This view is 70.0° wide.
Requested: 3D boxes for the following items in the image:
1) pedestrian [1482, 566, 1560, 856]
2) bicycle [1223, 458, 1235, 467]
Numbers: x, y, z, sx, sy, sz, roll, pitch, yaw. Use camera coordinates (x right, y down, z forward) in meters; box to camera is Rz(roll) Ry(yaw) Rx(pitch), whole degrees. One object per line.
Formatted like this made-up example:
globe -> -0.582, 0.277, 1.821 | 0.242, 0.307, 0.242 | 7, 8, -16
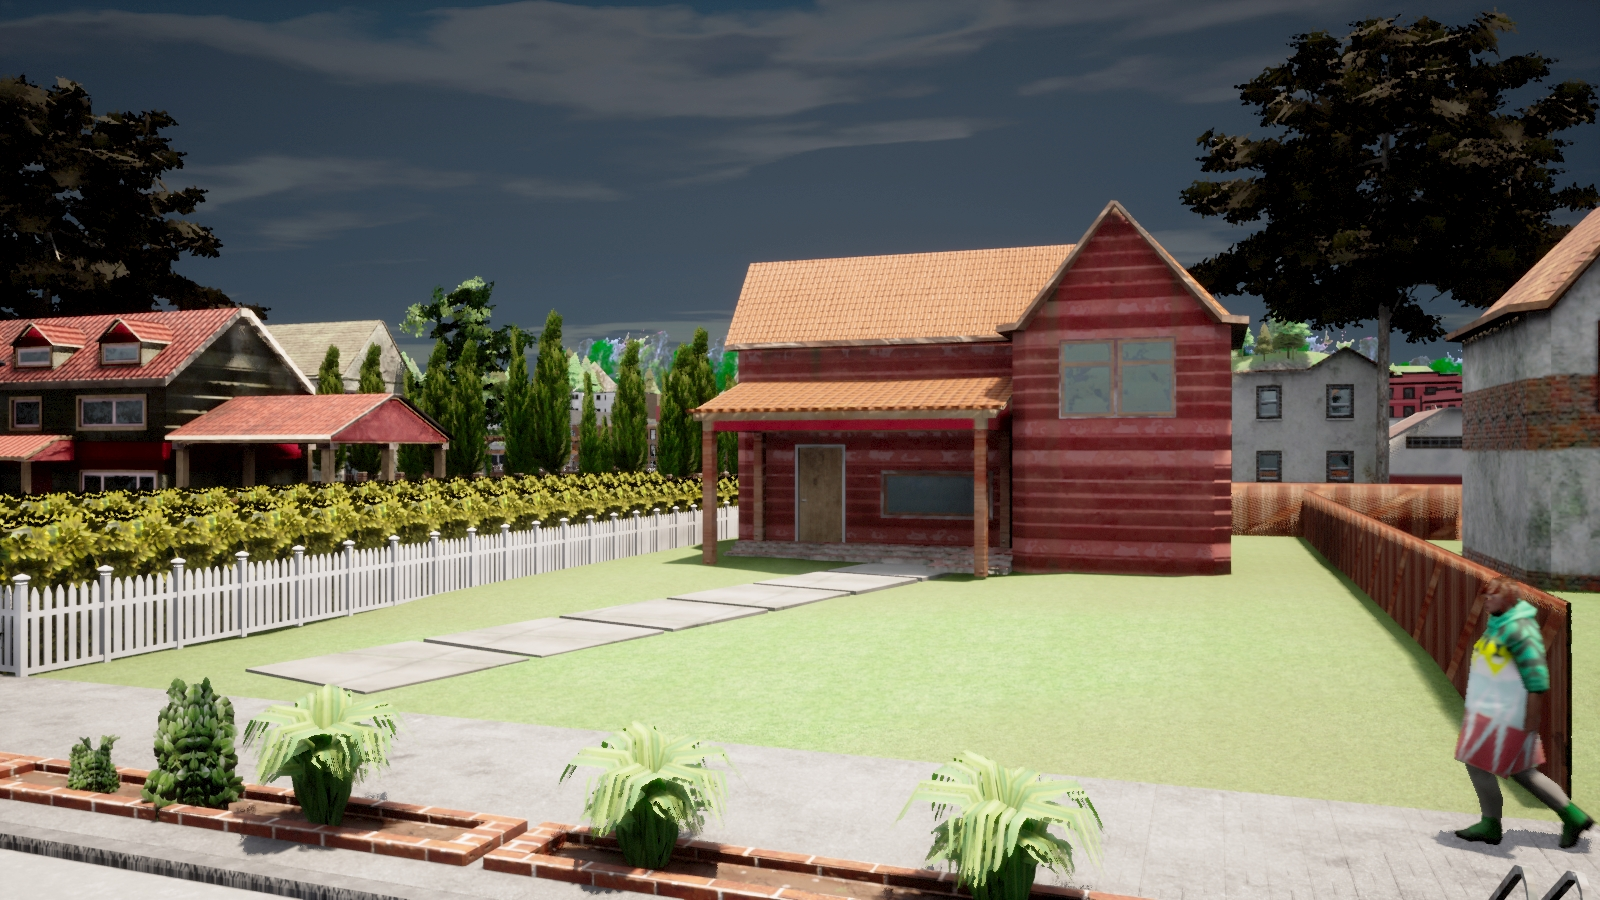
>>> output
pedestrian -> 4.895, 1.744, 7.768 | 0.375, 1.860, 0.375 | 0, 0, 20
bicycle -> 71.603, 2.060, 190.704 | 1.835, 1.471, 0.329 | 0, 0, 20
